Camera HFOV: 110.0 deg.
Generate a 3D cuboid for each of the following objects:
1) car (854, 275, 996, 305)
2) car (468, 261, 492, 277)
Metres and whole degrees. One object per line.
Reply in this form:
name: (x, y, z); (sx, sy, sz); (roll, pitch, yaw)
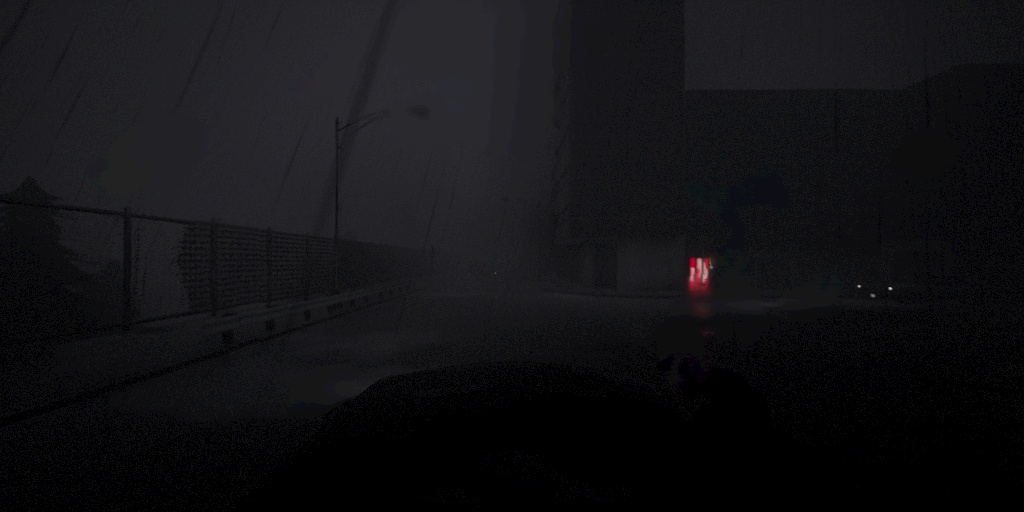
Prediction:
car: (19.040, 1.535, 16.730); (4.718, 1.301, 1.895); (0, -1, 0)
car: (-3.988, 1.602, 43.798); (2.150, 2.045, 5.566); (0, 1, 0)
